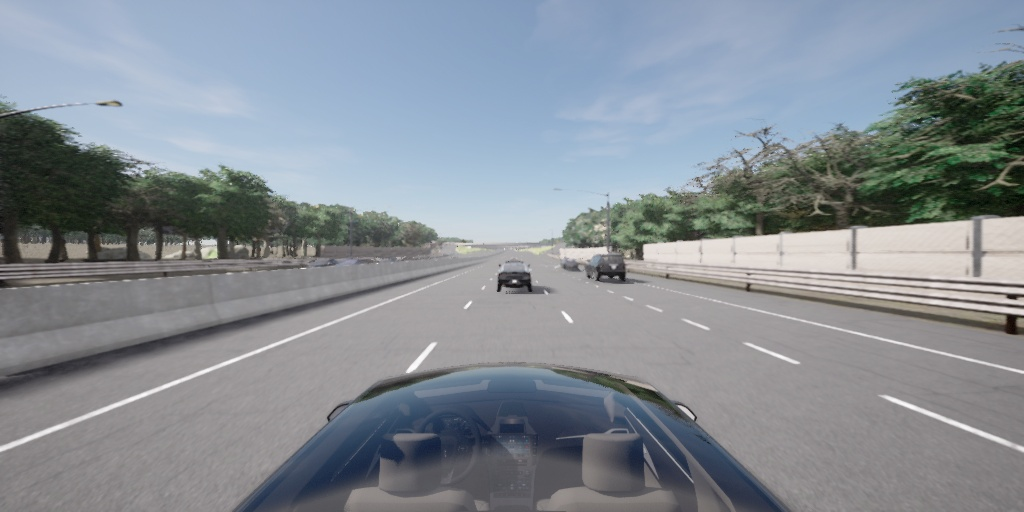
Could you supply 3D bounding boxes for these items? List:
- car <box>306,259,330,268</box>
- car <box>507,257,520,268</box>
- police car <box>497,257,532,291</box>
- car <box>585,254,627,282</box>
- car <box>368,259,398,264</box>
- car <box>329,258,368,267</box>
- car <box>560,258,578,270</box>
[{"bbox_3d":[-20.905,1.061,39.983,1.837,1.490,4.892,0,0,1],"label":"car"},{"bbox_3d":[0.320,0.949,52.770,1.801,1.575,5.366,0,0,1],"label":"car"},{"bbox_3d":[0.140,1.080,20.867,1.930,1.638,5.238,0,0,0],"label":"police car"},{"bbox_3d":[7.164,0.848,27.845,2.150,2.045,5.566,0,1,0],"label":"car"},{"bbox_3d":[-13.907,1.063,40.001,1.837,1.490,4.892,0,0,1],"label":"car"},{"bbox_3d":[-17.412,1.108,39.405,2.033,1.411,5.357,0,0,1],"label":"car"},{"bbox_3d":[7.285,1.026,45.907,2.128,1.511,4.902,0,0,1],"label":"car"}]
